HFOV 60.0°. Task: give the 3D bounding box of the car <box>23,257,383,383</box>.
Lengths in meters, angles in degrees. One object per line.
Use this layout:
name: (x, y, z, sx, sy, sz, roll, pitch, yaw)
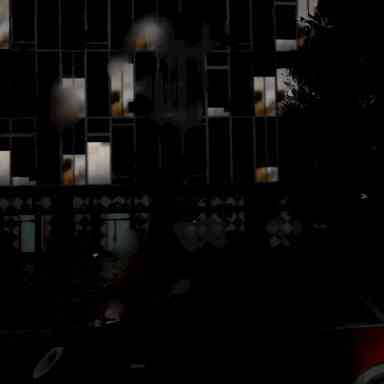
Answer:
car: (0.301, 1.576, 3.835, 4.097, 1.590, 1.967, 0, -2, -3)
